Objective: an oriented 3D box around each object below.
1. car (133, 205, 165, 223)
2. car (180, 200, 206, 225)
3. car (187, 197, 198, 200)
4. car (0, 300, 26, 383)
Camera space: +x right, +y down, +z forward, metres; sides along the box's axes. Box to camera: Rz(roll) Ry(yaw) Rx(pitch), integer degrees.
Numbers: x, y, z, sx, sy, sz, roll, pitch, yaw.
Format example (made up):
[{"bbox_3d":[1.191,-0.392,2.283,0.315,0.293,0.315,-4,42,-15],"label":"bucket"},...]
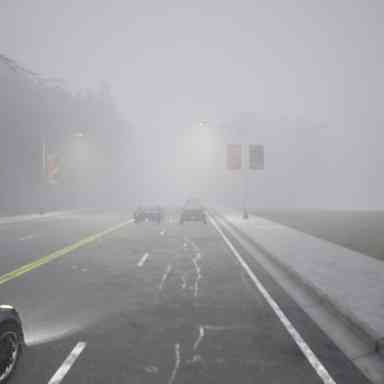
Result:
[{"bbox_3d":[-3.158,1.624,25.407,1.895,1.301,4.718,0,0,0],"label":"car"},{"bbox_3d":[0.087,1.546,24.469,1.812,1.442,4.674,0,0,0],"label":"car"},{"bbox_3d":[0.087,1.468,41.785,2.097,1.767,4.553,0,-1,0],"label":"car"},{"bbox_3d":[-3.149,1.565,2.619,1.994,1.385,4.181,0,0,0],"label":"car"}]
